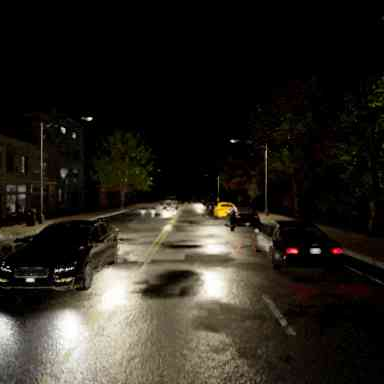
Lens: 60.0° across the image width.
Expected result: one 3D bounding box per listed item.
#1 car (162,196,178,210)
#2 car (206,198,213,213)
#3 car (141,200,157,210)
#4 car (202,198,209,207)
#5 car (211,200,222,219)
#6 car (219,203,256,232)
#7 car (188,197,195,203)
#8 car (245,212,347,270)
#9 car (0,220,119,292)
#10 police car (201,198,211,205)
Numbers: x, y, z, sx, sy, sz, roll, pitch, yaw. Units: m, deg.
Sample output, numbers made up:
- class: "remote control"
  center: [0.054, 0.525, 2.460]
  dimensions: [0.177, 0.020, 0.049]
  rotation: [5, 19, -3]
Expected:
- class: "car"
  center: [-3.332, 1.714, 51.913]
  dimensions: [2.150, 2.045, 5.566]
  rotation: [0, -1, 0]
- class: "car"
  center: [3.234, 1.920, 43.824]
  dimensions: [1.837, 1.490, 4.892]
  rotation: [0, -1, 0]
- class: "car"
  center: [-6.586, 2.012, 51.365]
  dimensions: [1.812, 1.442, 4.674]
  rotation: [0, -1, 0]
- class: "car"
  center: [3.230, 2.067, 54.824]
  dimensions: [2.033, 1.411, 5.357]
  rotation: [0, -1, 0]
- class: "car"
  center: [3.238, 1.789, 32.825]
  dimensions: [1.882, 1.535, 5.008]
  rotation: [0, -1, 0]
- class: "car"
  center: [3.242, 1.700, 21.824]
  dimensions: [2.128, 1.511, 4.902]
  rotation: [0, -1, 0]
- class: "car"
  center: [-0.031, 2.199, 86.769]
  dimensions: [1.837, 1.490, 4.892]
  rotation: [0, -1, 0]
- class: "car"
  center: [3.349, 1.658, 11.450]
  dimensions: [2.033, 1.411, 5.357]
  rotation: [0, -1, 1]
- class: "car"
  center: [-3.354, 1.595, 9.327]
  dimensions: [1.837, 1.490, 4.892]
  rotation: [0, -1, 0]
- class: "police car"
  center: [3.222, 2.234, 76.824]
  dimensions: [2.038, 1.542, 4.974]
  rotation: [0, -1, 0]
